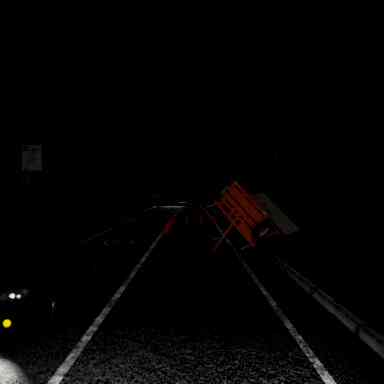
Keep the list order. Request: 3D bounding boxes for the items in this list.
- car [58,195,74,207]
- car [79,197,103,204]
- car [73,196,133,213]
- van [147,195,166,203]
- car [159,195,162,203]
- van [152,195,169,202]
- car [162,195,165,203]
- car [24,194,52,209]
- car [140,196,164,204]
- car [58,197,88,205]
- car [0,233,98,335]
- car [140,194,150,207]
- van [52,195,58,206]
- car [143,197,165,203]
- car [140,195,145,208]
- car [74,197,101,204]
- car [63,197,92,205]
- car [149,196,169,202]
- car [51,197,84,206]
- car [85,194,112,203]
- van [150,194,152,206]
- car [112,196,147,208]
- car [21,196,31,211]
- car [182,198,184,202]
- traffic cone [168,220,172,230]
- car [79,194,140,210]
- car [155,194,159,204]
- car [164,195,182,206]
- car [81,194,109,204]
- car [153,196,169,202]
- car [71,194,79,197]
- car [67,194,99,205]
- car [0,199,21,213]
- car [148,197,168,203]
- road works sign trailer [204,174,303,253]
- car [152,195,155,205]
[{"bbox_3d":[-21.887,1.623,52.817,4.674,1.452,2.002,0,-1,0],"label":"car"},{"bbox_3d":[-21.897,1.810,72.188,4.674,1.452,2.002,0,-1,0],"label":"car"},{"bbox_3d":[-8.817,1.450,33.287,4.892,1.521,2.231,0,0,0],"label":"car"},{"bbox_3d":[-8.709,1.649,80.936,4.442,1.987,1.878,0,-1,0],"label":"van"},{"bbox_3d":[-8.842,1.408,61.318,5.566,2.045,2.435,0,-1,0],"label":"car"},{"bbox_3d":[-8.716,1.786,92.149,4.442,1.987,1.878,0,-1,0],"label":"van"},{"bbox_3d":[-8.815,1.772,72.528,5.008,1.535,2.097,0,-1,0],"label":"car"},{"bbox_3d":[-21.859,1.385,44.466,4.553,1.767,2.185,0,0,0],"label":"car"},{"bbox_3d":[-9.008,1.803,75.327,5.366,1.575,1.946,0,-1,0],"label":"car"},{"bbox_3d":[-21.864,1.689,61.173,4.792,1.488,2.163,0,-1,0],"label":"car"},{"bbox_3d":[-3.346,1.558,6.721,1.994,1.385,4.181,0,0,0],"label":"car"},{"bbox_3d":[-8.839,1.260,44.499,5.566,2.045,2.435,0,0,0],"label":"car"},{"bbox_3d":[-22.005,1.307,47.247,4.442,1.987,1.878,0,0,0],"label":"van"},{"bbox_3d":[-8.853,1.870,78.130,4.792,1.488,2.163,0,-1,0],"label":"car"},{"bbox_3d":[-8.819,1.490,41.692,4.892,1.521,2.231,0,0,0],"label":"car"},{"bbox_3d":[-21.893,1.741,69.528,5.008,1.535,2.097,0,-1,0],"label":"car"},{"bbox_3d":[-21.923,1.714,63.958,4.792,1.488,2.163,0,-1,0],"label":"car"},{"bbox_3d":[-8.825,1.978,89.343,5.008,1.535,2.097,0,-1,0],"label":"car"},{"bbox_3d":[-21.886,1.634,58.388,5.008,1.535,2.097,0,-1,0],"label":"car"},{"bbox_3d":[-21.875,1.585,77.760,5.566,2.045,2.435,0,-1,0],"label":"car"},{"bbox_3d":[-8.693,1.332,50.104,4.442,1.987,1.878,0,-1,0],"label":"van"},{"bbox_3d":[-8.778,1.407,47.299,4.553,1.767,2.185,0,-1,0],"label":"car"},{"bbox_3d":[-21.897,1.513,38.896,4.674,1.452,2.002,0,0,0],"label":"car"},{"bbox_3d":[-3.182,2.102,90.935,1.994,1.385,4.181,0,-1,0],"label":"car"},{"bbox_3d":[-1.366,1.939,17.820,0.340,0.580,0.340,0,0,0],"label":"traffic cone"},{"bbox_3d":[-8.847,1.208,36.089,5.566,2.045,2.435,0,0,0],"label":"car"},{"bbox_3d":[-8.806,1.634,58.512,5.008,1.535,2.097,0,-1,0],"label":"car"},{"bbox_3d":[-3.208,1.654,56.465,1.837,1.490,4.892,0,0,0],"label":"car"},{"bbox_3d":[-21.872,1.553,75.099,5.566,2.045,2.435,0,-1,0],"label":"car"},{"bbox_3d":[-8.865,1.921,94.950,4.553,1.767,2.185,0,-1,0],"label":"car"},{"bbox_3d":[-21.704,1.606,55.602,5.366,1.575,1.946,0,-1,0],"label":"car"},{"bbox_3d":[-21.868,1.460,66.744,5.566,2.045,2.435,0,-1,0],"label":"car"},{"bbox_3d":[-21.904,1.459,36.110,5.008,1.535,2.097,0,0,0],"label":"car"},{"bbox_3d":[-8.800,1.973,86.539,4.792,1.488,2.163,0,-1,0],"label":"car"},{"bbox_3d":[2.376,1.056,12.674,3.560,2.880,2.380,-5,45,-44],"label":"road works sign trailer"},{"bbox_3d":[-8.804,1.585,52.906,4.892,1.521,2.231,0,-1,0],"label":"car"}]
